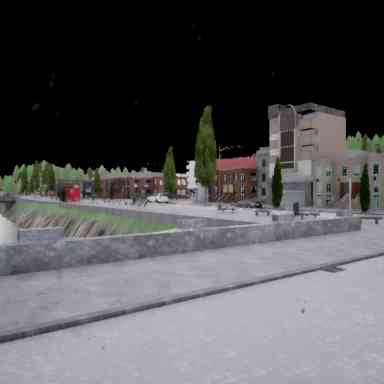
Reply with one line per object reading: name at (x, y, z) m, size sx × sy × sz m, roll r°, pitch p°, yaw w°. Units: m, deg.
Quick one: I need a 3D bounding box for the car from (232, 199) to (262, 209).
car at (7.266, 1.564, 44.243) m, size 1.994 × 1.385 × 4.181 m, roll 0°, pitch 0°, yaw -35°

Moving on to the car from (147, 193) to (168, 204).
car at (-6.623, 1.224, 63.696) m, size 2.150 × 2.045 × 5.566 m, roll 0°, pitch 0°, yaw -35°
